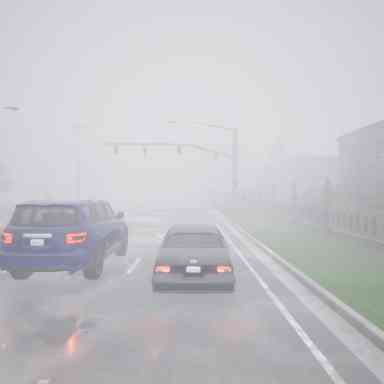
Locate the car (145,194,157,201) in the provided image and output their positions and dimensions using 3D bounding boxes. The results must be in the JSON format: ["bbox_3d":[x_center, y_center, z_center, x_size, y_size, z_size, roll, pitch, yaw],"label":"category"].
[{"bbox_3d":[-10.634,1.517,82.980,1.812,1.442,4.674,0,0,0],"label":"car"}]

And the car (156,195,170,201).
[{"bbox_3d":[-7.134,1.588,83.016,1.895,1.301,4.718,0,0,0],"label":"car"}]

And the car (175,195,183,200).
[{"bbox_3d":[-3.650,1.428,93.025,1.895,1.301,4.718,0,0,0],"label":"car"}]

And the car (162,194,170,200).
[{"bbox_3d":[-7.150,1.385,92.989,1.994,1.385,4.181,0,0,0],"label":"car"}]

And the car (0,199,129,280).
[{"bbox_3d":[-3.450,1.221,10.120,2.150,2.045,5.566,0,0,0],"label":"car"}]

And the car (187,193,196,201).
[{"bbox_3d":[-0.133,1.217,82.611,2.150,2.045,5.566,0,0,0],"label":"car"}]

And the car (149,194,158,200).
[{"bbox_3d":[-10.650,1.310,92.983,1.882,1.535,5.008,0,0,0],"label":"car"}]

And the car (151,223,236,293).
[{"bbox_3d":[0.043,1.547,8.964,2.033,1.411,5.357,0,0,0],"label":"car"}]

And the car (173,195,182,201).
[{"bbox_3d":[-3.633,1.469,82.575,1.882,1.535,5.008,0,0,0],"label":"car"}]
